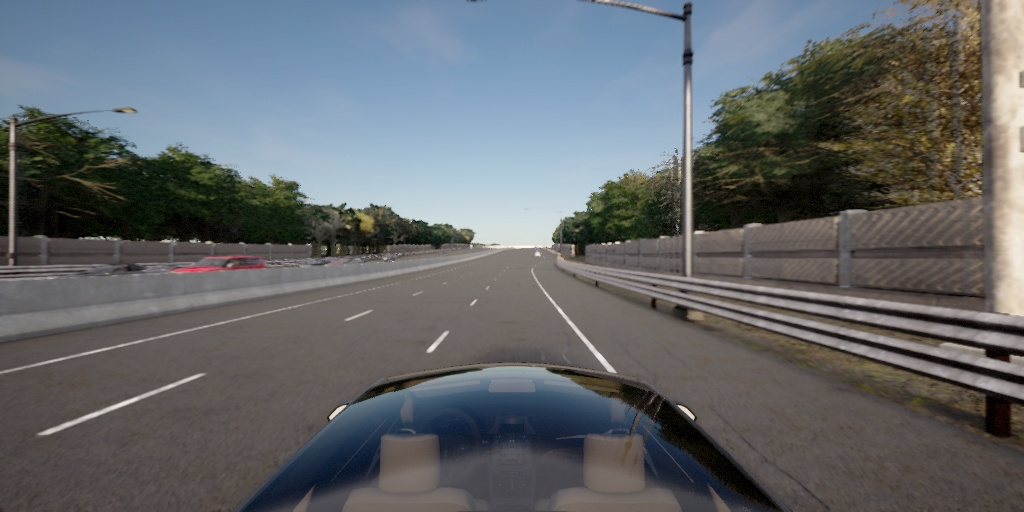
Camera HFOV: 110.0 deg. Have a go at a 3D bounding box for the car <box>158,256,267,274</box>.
[{"bbox_3d":[-17.435,1.001,21.679,2.150,2.045,5.566,0,0,1],"label":"car"}]

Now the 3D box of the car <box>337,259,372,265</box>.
[{"bbox_3d":[-16.958,1.173,39.848,1.837,1.490,4.892,0,1,2],"label":"car"}]

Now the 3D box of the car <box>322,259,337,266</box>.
[{"bbox_3d":[-20.316,1.092,43.344,1.882,1.535,5.008,0,1,2],"label":"car"}]

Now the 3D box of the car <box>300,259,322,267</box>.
[{"bbox_3d":[-23.801,1.098,43.716,2.128,1.511,4.902,0,1,2],"label":"car"}]

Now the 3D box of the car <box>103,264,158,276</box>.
[{"bbox_3d":[-20.927,1.265,21.853,2.128,1.511,4.902,0,0,1],"label":"car"}]

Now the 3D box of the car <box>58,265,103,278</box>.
[{"bbox_3d":[-24.426,1.273,21.971,1.837,1.490,4.892,0,0,1],"label":"car"}]
